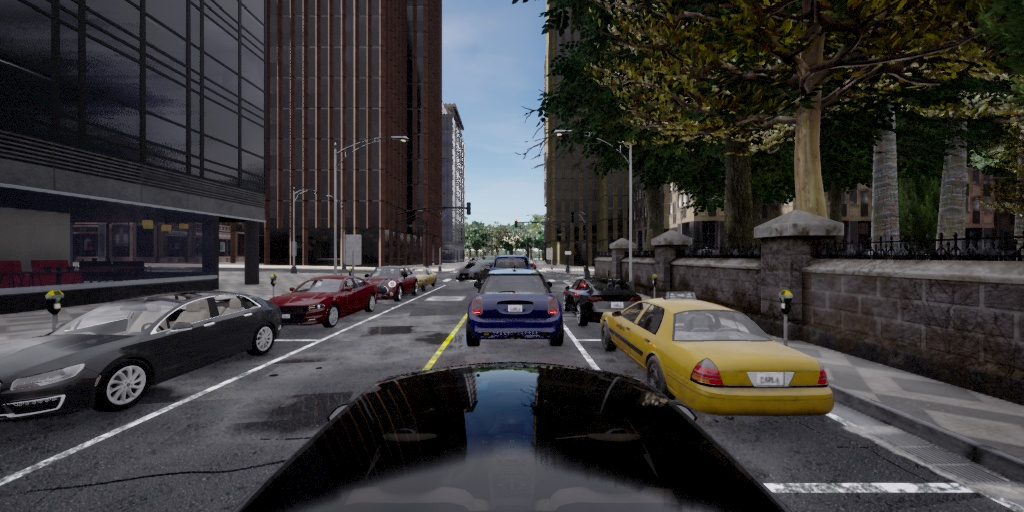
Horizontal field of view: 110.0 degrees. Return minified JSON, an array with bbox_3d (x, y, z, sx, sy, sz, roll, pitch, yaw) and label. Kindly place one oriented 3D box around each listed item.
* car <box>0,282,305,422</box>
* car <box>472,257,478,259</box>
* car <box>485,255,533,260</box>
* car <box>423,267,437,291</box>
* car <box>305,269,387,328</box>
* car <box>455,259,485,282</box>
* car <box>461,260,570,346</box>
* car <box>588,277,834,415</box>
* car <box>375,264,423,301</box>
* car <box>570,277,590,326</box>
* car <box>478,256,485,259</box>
[{"bbox_3d":[-5.772,1.300,5.948,2.007,1.370,4.403,0,0,0],"label":"car"},{"bbox_3d":[-5.884,1.079,59.726,2.192,1.841,5.009,0,0,0],"label":"car"},{"bbox_3d":[-0.031,0.972,18.961,2.150,2.045,5.566,0,0,0],"label":"car"},{"bbox_3d":[-5.806,1.277,22.149,1.751,1.417,4.829,0,0,0],"label":"car"},{"bbox_3d":[-5.783,1.295,11.405,1.888,1.381,4.507,0,0,0],"label":"car"},{"bbox_3d":[-2.752,1.248,28.418,1.837,1.490,4.892,-2,0,19],"label":"car"},{"bbox_3d":[0.037,1.102,9.527,2.097,1.767,4.553,0,0,-1],"label":"car"},{"bbox_3d":[2.753,1.275,6.138,1.751,1.417,4.829,0,0,0],"label":"car"},{"bbox_3d":[-5.795,1.190,16.862,1.967,1.591,4.097,0,0,0],"label":"car"},{"bbox_3d":[2.742,1.316,11.425,1.948,1.339,4.313,0,0,0],"label":"car"},{"bbox_3d":[-3.205,0.982,51.202,2.150,2.045,5.566,0,0,-1],"label":"car"}]
